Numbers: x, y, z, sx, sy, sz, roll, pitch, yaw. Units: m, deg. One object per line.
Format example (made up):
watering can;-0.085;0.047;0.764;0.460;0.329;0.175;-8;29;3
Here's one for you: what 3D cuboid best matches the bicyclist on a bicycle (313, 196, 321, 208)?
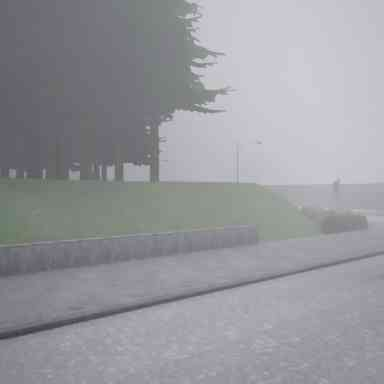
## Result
bicyclist on a bicycle;14.866;1.349;39.614;1.656;1.620;0.582;0;0;-35
